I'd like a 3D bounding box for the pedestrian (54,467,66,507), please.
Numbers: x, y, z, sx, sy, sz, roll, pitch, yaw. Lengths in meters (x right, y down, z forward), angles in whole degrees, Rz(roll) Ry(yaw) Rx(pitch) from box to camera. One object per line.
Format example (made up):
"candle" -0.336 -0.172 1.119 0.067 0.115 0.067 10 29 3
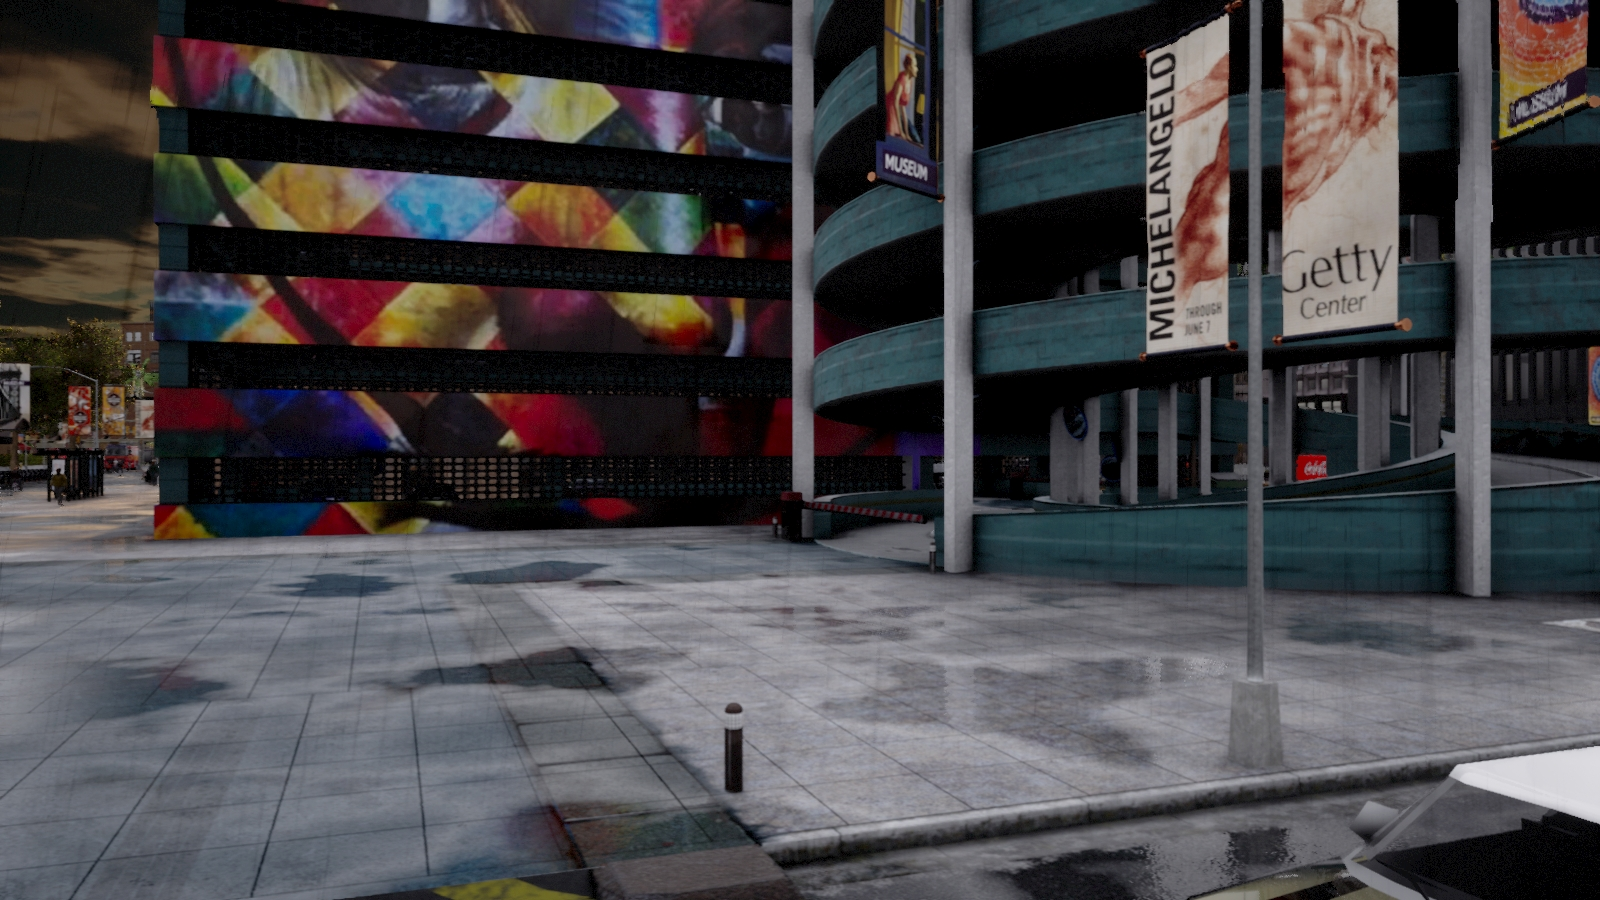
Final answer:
"pedestrian" -34.373 1.703 53.062 0.375 1.860 0.375 0 0 -19

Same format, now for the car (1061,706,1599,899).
"car" 3.216 2.062 4.502 3.806 1.475 1.970 0 0 -20

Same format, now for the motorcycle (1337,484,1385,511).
"motorcycle" 25.890 2.191 52.787 0.803 1.145 2.033 0 0 -19
